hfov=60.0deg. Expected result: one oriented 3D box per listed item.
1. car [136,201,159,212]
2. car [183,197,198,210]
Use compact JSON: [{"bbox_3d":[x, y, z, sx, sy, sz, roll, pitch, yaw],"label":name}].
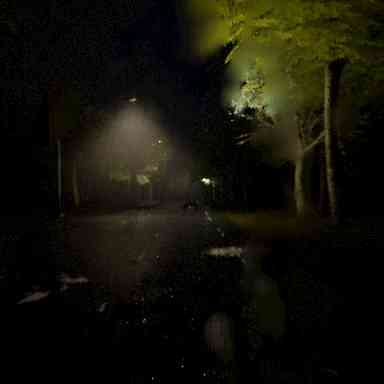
[{"bbox_3d":[-5.499,1.800,41.276,1.895,1.301,4.718,0,0,7],"label":"car"},{"bbox_3d":[-0.283,1.701,47.187,1.837,1.490,4.892,0,0,0],"label":"car"}]
